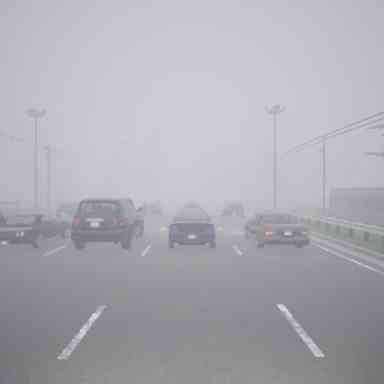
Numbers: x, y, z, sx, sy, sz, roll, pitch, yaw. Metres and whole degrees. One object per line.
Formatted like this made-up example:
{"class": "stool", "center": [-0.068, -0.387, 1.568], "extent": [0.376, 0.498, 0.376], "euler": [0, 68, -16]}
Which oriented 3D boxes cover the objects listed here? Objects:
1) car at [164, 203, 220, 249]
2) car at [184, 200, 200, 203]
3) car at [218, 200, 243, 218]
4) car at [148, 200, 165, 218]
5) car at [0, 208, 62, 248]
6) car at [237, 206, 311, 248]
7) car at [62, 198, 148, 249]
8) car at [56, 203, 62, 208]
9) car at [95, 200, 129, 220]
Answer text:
{"class": "car", "center": [0.000, 1.484, 14.650], "extent": [1.882, 1.535, 5.008], "euler": [0, 0, 0]}
{"class": "car", "center": [0.000, 1.515, 29.650], "extent": [1.837, 1.490, 4.892], "euler": [0, 0, 0]}
{"class": "car", "center": [3.500, 1.516, 29.650], "extent": [1.837, 1.490, 4.892], "euler": [0, 0, 0]}
{"class": "car", "center": [-3.500, 1.494, 29.650], "extent": [2.128, 1.511, 4.902], "euler": [0, 0, 0]}
{"class": "car", "center": [-7.000, 1.615, 14.680], "extent": [1.895, 1.301, 4.718], "euler": [0, 0, 0]}
{"class": "car", "center": [3.500, 1.562, 14.650], "extent": [2.033, 1.411, 5.357], "euler": [0, 0, 0]}
{"class": "car", "center": [-3.500, 1.257, 14.680], "extent": [2.150, 2.045, 5.566], "euler": [0, 0, 0]}
{"class": "car", "center": [-10.500, 1.515, 29.650], "extent": [1.837, 1.490, 4.892], "euler": [0, 0, 0]}
{"class": "car", "center": [-7.000, 1.515, 29.650], "extent": [1.837, 1.490, 4.892], "euler": [0, 0, 0]}
